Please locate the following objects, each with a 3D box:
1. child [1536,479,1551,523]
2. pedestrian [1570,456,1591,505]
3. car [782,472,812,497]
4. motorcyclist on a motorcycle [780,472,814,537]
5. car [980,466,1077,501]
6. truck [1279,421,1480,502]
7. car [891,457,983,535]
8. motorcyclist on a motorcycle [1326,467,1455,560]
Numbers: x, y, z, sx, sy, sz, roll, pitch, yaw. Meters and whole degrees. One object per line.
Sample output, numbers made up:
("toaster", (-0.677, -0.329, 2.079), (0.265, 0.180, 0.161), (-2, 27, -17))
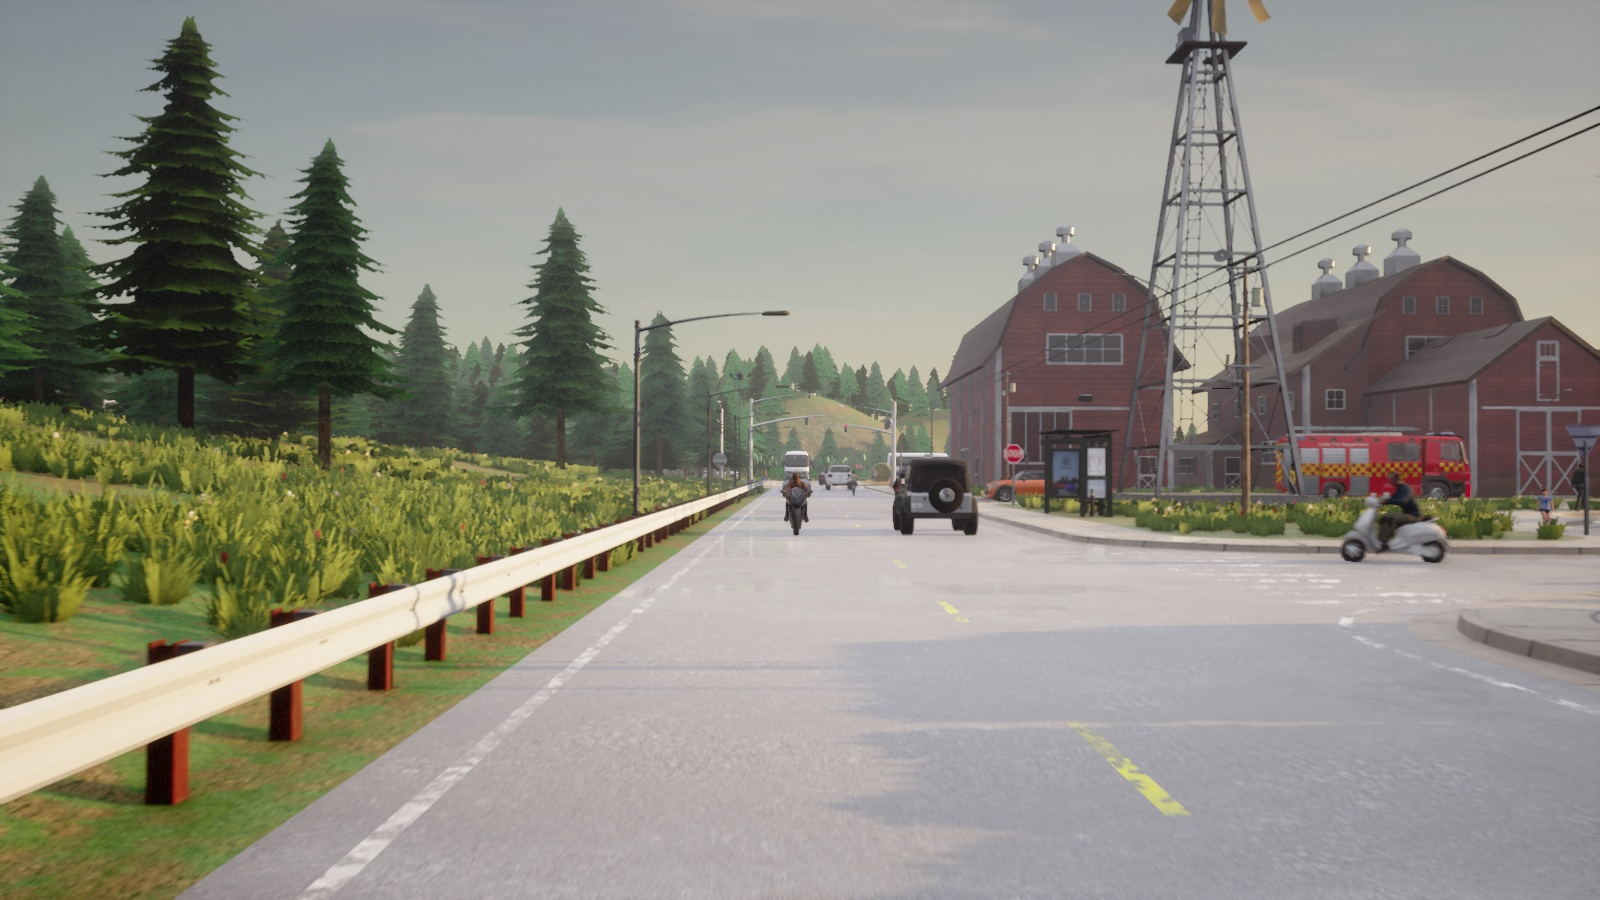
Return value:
("child", (19.060, 1.312, 32.195), (0.255, 1.110, 0.394), (-1, -1, 18))
("pedestrian", (29.291, 1.134, 47.133), (0.614, 1.847, 0.353), (0, -1, -24))
("car", (-0.189, 2.130, 77.880), (1.816, 1.474, 4.193), (0, -1, 0))
("motorcyclist on a motorcycle", (-0.074, 1.309, 30.630), (0.797, 1.523, 2.044), (0, -1, 0))
("car", (11.654, 1.702, 64.394), (4.553, 1.767, 2.097), (0, -1, -1))
("truck", (28.148, 0.560, 61.242), (8.468, 3.827, 2.891), (0, -1, -1))
("car", (3.421, 1.131, 31.992), (1.905, 1.878, 3.866), (0, -1, 0))
("motorcyclist on a motorcycle", (10.244, 1.092, 21.847), (1.817, 1.590, 0.866), (0, -2, 7))
